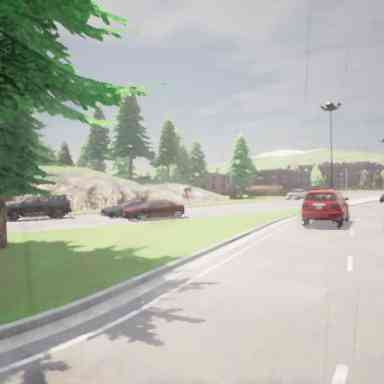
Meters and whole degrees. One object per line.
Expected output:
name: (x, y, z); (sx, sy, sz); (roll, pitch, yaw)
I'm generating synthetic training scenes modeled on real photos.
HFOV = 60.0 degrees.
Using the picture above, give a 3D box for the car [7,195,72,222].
car: (-12.677, 1.221, 26.871); (5.566, 2.045, 2.150); (-1, 1, -35)

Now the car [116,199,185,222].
car: (-2.843, 1.322, 25.342); (5.008, 1.535, 1.882); (-1, 0, -36)

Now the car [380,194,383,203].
car: (27.046, 0.736, 45.460); (1.994, 1.385, 4.181); (-1, 1, 39)

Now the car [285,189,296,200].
car: (18.487, 0.526, 58.909); (2.150, 2.045, 5.566); (-1, 1, 39)

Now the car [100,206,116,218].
car: (-4.911, 1.406, 28.000); (5.357, 1.411, 2.033); (-1, 1, -35)

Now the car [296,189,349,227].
car: (8.287, 0.916, 20.497); (2.150, 2.045, 5.566); (-1, 0, 30)
